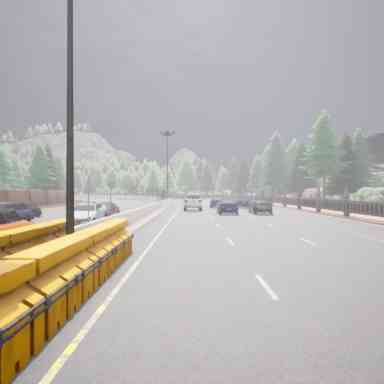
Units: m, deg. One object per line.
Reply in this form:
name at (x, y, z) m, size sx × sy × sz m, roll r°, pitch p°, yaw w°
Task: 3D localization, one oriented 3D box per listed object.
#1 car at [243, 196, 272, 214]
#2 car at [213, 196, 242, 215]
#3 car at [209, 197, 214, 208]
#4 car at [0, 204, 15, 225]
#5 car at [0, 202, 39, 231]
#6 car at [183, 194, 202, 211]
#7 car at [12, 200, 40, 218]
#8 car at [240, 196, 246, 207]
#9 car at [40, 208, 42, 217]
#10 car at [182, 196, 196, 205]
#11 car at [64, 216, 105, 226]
car at (7.061, 1.491, 34.738) m, size 2.128 × 1.511 × 4.902 m, roll 0°, pitch 0°, yaw 0°
car at (3.605, 1.477, 34.535) m, size 1.882 × 1.535 × 5.008 m, roll 0°, pitch 0°, yaw 0°
car at (3.523, 1.477, 47.485) m, size 1.882 × 1.535 × 5.008 m, roll 0°, pitch 0°, yaw 0°
car at (-13.992, 1.564, 22.288) m, size 1.994 × 1.385 × 4.181 m, roll 0°, pitch 0°, yaw 0°
car at (-7.087, 1.353, 10.674) m, size 2.097 × 1.767 × 4.553 m, roll 0°, pitch 0°, yaw 0°
car at (0.109, 1.223, 41.364) m, size 2.150 × 2.045 × 5.566 m, roll 0°, pitch 0°, yaw -1°
car at (-10.581, 1.352, 18.184) m, size 2.097 × 1.767 × 4.553 m, roll 0°, pitch 0°, yaw 0°
car at (7.015, 1.351, 46.952) m, size 2.097 × 1.767 × 4.553 m, roll 0°, pitch 0°, yaw 0°
car at (-14.052, 1.564, 27.301) m, size 1.994 × 1.385 × 4.181 m, roll 0°, pitch 0°, yaw 0°
car at (-0.529, 1.491, 58.742) m, size 2.128 × 1.511 × 4.902 m, roll 0°, pitch 0°, yaw -5°
car at (-6.989, 1.432, 22.250) m, size 1.812 × 1.442 × 4.674 m, roll 1°, pitch 5°, yaw 0°
